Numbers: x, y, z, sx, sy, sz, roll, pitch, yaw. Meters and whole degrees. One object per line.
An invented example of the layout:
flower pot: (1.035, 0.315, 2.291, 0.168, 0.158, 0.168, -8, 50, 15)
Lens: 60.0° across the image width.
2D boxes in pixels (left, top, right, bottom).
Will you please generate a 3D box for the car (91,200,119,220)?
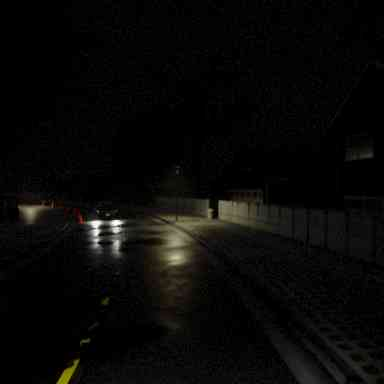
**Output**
car: (-6.994, 1.384, 26.537, 1.812, 1.442, 4.674, 0, 0, -21)

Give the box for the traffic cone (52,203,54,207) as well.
traffic cone: (-18.540, 1.711, 44.269, 0.340, 0.580, 0.340, 0, 0, -36)

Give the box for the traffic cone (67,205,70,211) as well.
traffic cone: (-13.381, 1.759, 36.070, 0.340, 0.580, 0.340, 0, 0, -29)

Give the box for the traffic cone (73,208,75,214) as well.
traffic cone: (-11.192, 1.784, 31.747, 0.340, 0.580, 0.340, 0, 0, -25)

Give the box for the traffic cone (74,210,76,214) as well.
traffic cone: (-9.275, 1.810, 27.296, 0.340, 0.580, 0.340, 0, 0, -22)

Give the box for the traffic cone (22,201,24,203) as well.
traffic cone: (-28.074, 1.645, 55.218, 0.340, 0.580, 0.340, 0, 1, 44)
